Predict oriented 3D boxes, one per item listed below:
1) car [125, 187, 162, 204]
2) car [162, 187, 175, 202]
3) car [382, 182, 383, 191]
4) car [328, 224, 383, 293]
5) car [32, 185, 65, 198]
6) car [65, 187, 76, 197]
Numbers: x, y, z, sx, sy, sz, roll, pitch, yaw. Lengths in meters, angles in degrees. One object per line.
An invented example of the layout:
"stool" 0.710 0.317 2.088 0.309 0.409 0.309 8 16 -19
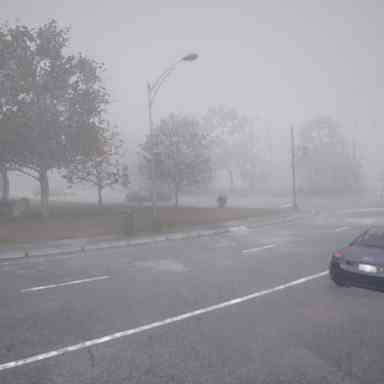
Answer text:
"car" -6.803 0.565 44.463 4.553 1.767 2.097 1 3 33
"car" -5.051 0.256 47.481 5.566 2.045 2.150 1 3 33
"car" 32.354 -0.855 54.167 1.994 1.385 4.181 -1 2 31
"car" 5.098 1.480 8.030 4.181 1.385 1.994 -1 1 -40
"car" -24.376 -0.115 55.747 5.566 2.045 2.150 2 4 32
"car" -22.565 -0.176 58.744 4.553 1.767 2.097 2 4 32
